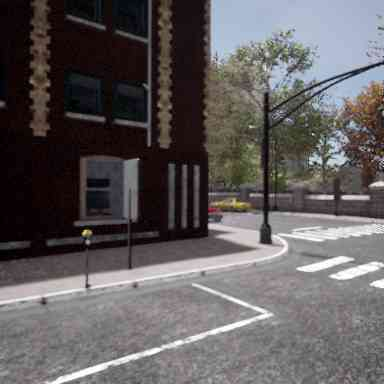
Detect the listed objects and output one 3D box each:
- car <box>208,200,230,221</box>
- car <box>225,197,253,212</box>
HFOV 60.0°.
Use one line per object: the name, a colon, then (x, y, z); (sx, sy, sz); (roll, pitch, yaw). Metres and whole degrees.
car: (0.387, 1.290, 23.116); (1.802, 1.307, 4.206); (2, 0, -36)
car: (3.814, 1.182, 32.655); (1.752, 1.417, 4.829); (2, 0, -36)
